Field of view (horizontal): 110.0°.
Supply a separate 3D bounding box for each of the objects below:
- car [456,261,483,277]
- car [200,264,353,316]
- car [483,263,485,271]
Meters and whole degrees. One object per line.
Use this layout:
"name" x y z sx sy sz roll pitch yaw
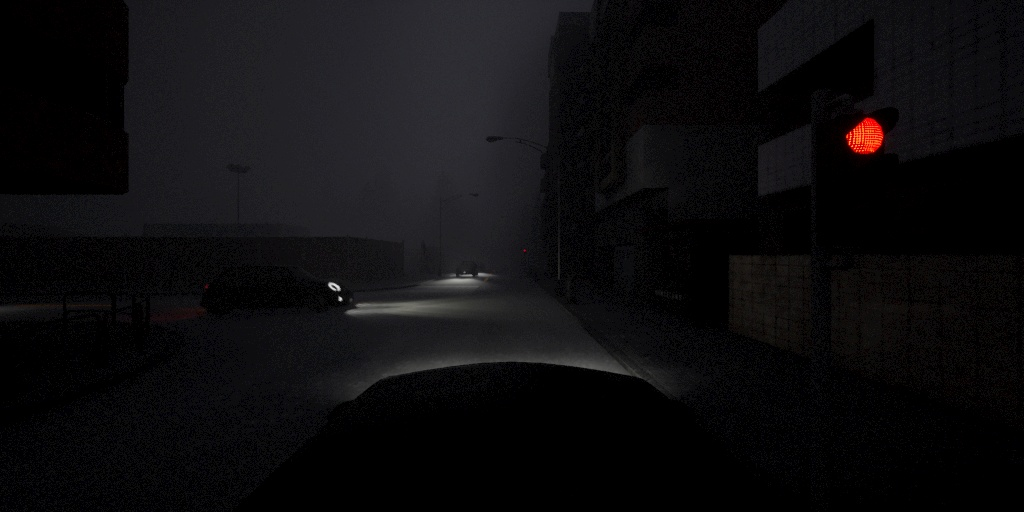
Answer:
"car" -4.410 1.242 35.665 2.128 1.511 4.902 0 0 0
"car" -8.367 1.101 13.202 4.553 1.767 2.097 0 0 -12
"car" -4.477 1.351 45.779 1.895 1.301 4.718 0 0 0
